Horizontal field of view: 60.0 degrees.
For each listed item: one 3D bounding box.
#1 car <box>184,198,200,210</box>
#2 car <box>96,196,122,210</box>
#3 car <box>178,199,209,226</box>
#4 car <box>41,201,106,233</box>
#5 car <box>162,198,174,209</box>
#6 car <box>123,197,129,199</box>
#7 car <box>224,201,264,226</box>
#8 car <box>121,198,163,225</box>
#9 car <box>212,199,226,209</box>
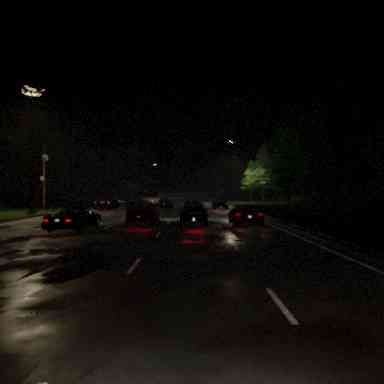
[{"bbox_3d":[0.028,1.513,42.427,1.895,1.301,4.718,0,0,0],"label":"car"},{"bbox_3d":[-10.488,1.268,40.898,2.097,1.767,4.553,0,0,0],"label":"car"},{"bbox_3d":[0.107,1.456,22.943,1.837,1.490,4.892,0,0,0],"label":"car"},{"bbox_3d":[-6.893,1.507,19.487,2.033,1.411,5.357,0,0,0],"label":"car"},{"bbox_3d":[-3.465,1.475,43.338,1.994,1.385,4.181,0,0,1],"label":"car"},{"bbox_3d":[-6.982,1.440,41.588,1.812,1.442,4.674,0,0,0],"label":"car"},{"bbox_3d":[3.608,1.516,22.731,1.994,1.385,4.181,0,0,0],"label":"car"},{"bbox_3d":[-3.392,1.429,23.536,1.882,1.535,5.008,0,0,0],"label":"car"},{"bbox_3d":[3.529,1.513,42.546,1.895,1.301,4.718,0,0,0],"label":"car"}]
